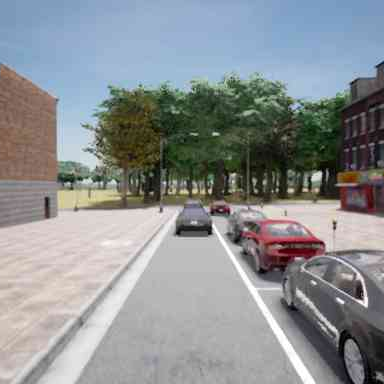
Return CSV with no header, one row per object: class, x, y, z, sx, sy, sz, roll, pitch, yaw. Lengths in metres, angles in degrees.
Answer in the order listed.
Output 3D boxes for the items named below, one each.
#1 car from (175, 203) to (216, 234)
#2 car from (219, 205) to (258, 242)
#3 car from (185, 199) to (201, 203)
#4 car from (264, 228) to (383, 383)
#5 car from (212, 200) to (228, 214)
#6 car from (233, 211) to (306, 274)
car,0.103,1.519,18.841,1.994,1.385,4.181,0,0,0
car,2.628,1.513,15.815,2.008,1.369,4.403,-1,0,0
car,0.149,1.426,31.694,2.128,1.511,4.902,0,0,2
car,2.627,1.537,5.003,2.008,1.369,4.403,-1,0,0
car,2.631,1.479,32.035,1.887,1.381,4.507,-1,0,0
car,2.627,1.518,10.409,1.887,1.381,4.507,-1,0,0
